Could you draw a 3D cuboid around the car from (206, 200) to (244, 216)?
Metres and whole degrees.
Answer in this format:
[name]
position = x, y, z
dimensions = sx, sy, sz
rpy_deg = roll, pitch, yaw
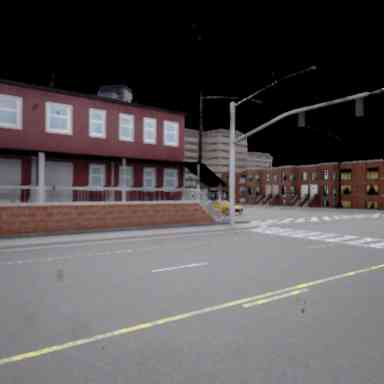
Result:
[car]
position = 3.446, 1.641, 35.728
dimensions = 1.882, 1.535, 5.008
rpy_deg = 1, 0, -36
